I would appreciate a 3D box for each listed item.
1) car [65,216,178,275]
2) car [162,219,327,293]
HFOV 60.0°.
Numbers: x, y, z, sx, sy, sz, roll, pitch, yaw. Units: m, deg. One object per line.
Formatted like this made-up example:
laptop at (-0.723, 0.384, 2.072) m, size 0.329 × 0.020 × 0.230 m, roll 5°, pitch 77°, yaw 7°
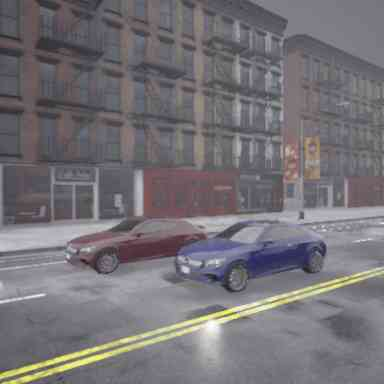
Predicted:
car at (-1.536, 1.504, 10.572) m, size 4.674 × 1.442 × 1.812 m, roll 0°, pitch 0°, yaw -35°
car at (1.750, 1.497, 8.923) m, size 4.674 × 1.442 × 1.812 m, roll 0°, pitch 0°, yaw -35°
